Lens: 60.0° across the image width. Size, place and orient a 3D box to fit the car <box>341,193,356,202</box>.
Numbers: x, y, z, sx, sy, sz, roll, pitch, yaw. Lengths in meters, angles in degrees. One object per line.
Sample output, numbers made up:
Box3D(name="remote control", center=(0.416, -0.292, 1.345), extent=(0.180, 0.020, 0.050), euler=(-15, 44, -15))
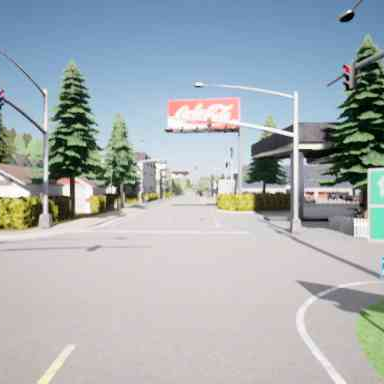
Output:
Box3D(name="car", center=(34.822, 1.383, 72.091), extent=(2.007, 1.523, 4.514), euler=(0, 0, 0))

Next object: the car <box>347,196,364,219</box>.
Box3D(name="car", center=(14.339, 1.467, 25.209), extent=(3.866, 1.878, 1.905), euler=(0, 0, 0))

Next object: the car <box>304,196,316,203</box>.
Box3D(name="car", center=(22.427, 1.457, 64.285), extent=(1.970, 1.475, 3.806), euler=(0, 0, 0))
